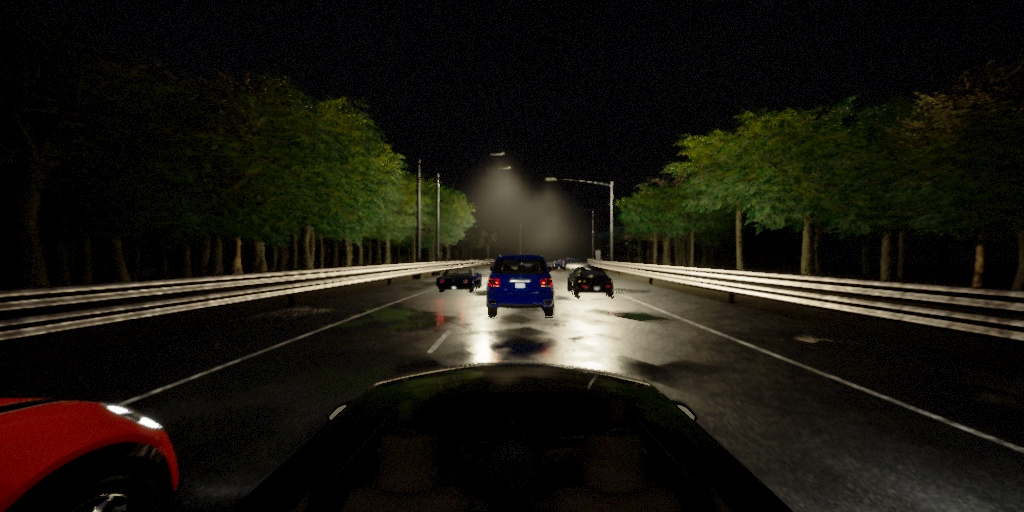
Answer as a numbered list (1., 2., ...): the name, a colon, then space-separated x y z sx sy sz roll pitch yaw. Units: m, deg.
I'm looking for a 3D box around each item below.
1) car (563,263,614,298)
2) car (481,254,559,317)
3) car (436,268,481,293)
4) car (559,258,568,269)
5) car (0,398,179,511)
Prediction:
1. car: 3.912 1.269 18.368 1.812 1.442 4.674 0 0 3
2. car: 0.322 0.965 13.277 2.150 2.045 5.566 0 0 2
3. car: -2.882 1.336 20.688 1.895 1.301 4.718 0 0 3
4. car: 6.753 1.319 51.527 1.895 1.301 4.718 0 0 7
5. car: -3.365 1.100 0.567 2.097 1.767 4.553 0 0 0
